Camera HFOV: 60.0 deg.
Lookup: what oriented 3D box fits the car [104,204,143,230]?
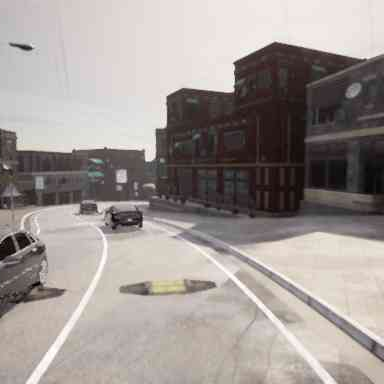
[{"bbox_3d":[-4.592,1.522,21.944,1.882,1.535,5.008,-2,0,-21],"label":"car"}]

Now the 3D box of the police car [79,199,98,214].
[{"bbox_3d":[-12.573,1.665,40.372,1.930,1.638,5.238,-2,0,-20],"label":"police car"}]

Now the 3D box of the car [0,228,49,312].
[{"bbox_3d":[-4.346,1.565,6.633,1.837,1.490,4.892,-1,0,-8],"label":"car"}]
